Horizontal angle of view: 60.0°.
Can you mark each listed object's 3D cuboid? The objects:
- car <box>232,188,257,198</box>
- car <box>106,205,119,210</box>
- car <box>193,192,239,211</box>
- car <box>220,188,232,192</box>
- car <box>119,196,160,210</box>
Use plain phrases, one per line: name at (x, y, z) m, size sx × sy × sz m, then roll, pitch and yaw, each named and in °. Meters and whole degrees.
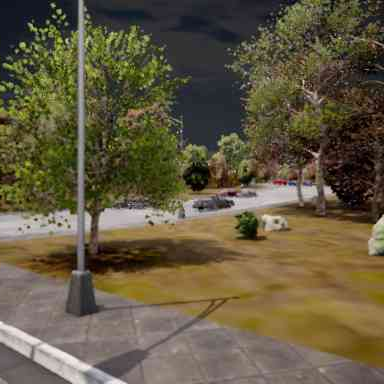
car at (8.834, 0.169, 53.609) m, size 1.812 × 1.442 × 4.674 m, roll 0°, pitch 3°, yaw 39°
car at (-8.067, 1.217, 38.183) m, size 1.994 × 1.385 × 4.181 m, roll 0°, pitch 2°, yaw 39°
car at (2.316, 1.110, 34.202) m, size 2.033 × 1.411 × 5.357 m, roll 0°, pitch 2°, yaw 39°
car at (5.855, 0.134, 55.492) m, size 1.882 × 1.535 × 5.008 m, roll 0°, pitch 3°, yaw 39°
car at (-5.024, 1.135, 36.385) m, size 2.128 × 1.511 × 4.902 m, roll 0°, pitch 2°, yaw 39°
